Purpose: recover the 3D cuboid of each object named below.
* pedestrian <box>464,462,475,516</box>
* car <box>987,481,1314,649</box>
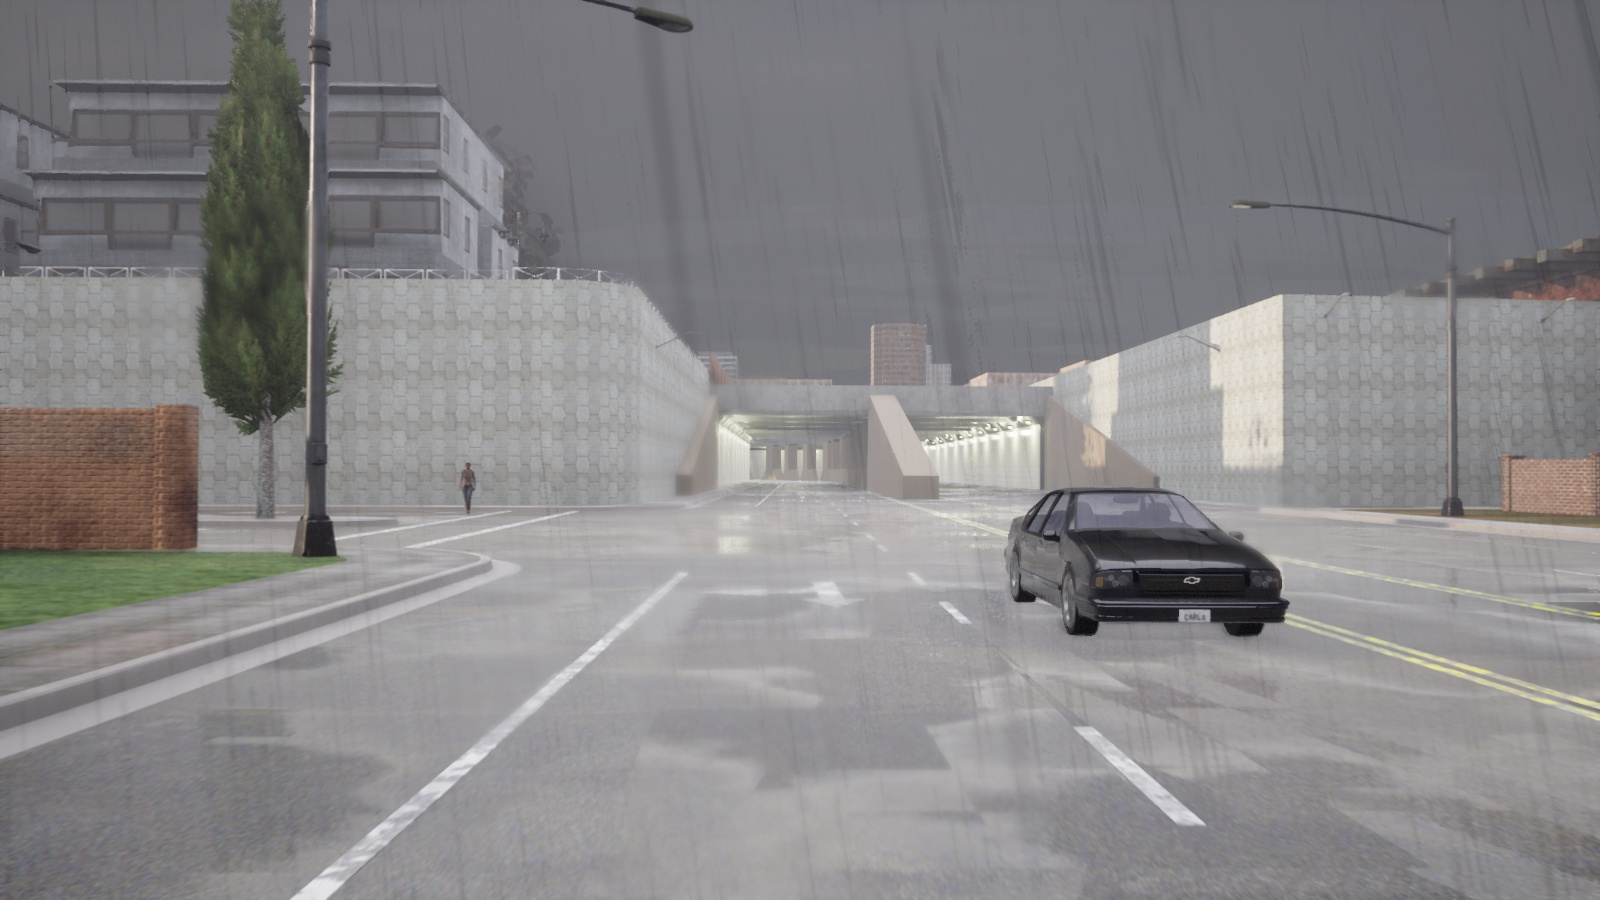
[{"bbox_3d":[-11.308,1.324,42.946,0.328,1.805,0.869,0,-1,-12],"label":"pedestrian"},{"bbox_3d":[3.464,1.075,13.664,2.033,1.411,5.357,0,-1,0],"label":"car"}]
